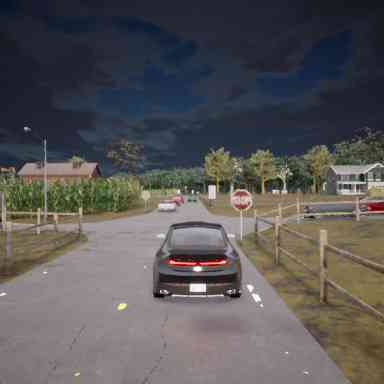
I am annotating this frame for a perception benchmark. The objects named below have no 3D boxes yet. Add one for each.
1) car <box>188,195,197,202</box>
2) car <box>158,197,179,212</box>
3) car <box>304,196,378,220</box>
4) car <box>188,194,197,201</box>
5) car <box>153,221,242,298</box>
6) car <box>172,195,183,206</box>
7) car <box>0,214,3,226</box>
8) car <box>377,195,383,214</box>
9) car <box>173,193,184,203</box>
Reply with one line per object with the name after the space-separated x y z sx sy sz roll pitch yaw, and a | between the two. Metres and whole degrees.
0.061 1.493 70.349 1.994 1.385 4.181 0 0 0 | car
-2.823 1.582 38.023 1.895 1.301 4.718 0 0 0 | car
9.848 1.152 22.692 4.181 1.385 1.994 -2 -2 4 | car
0.072 1.311 80.362 2.033 1.411 5.357 0 0 0 | car
0.106 1.509 8.522 1.837 1.490 4.892 0 0 0 | car
-2.789 1.566 51.911 1.895 1.301 4.718 0 0 0 | car
-15.332 1.668 22.654 4.553 1.767 2.097 -1 -2 -2 | car
13.785 1.027 25.537 5.008 1.535 1.882 -2 -2 0 | car
-2.732 1.175 65.238 2.150 2.045 5.566 0 0 1 | car
